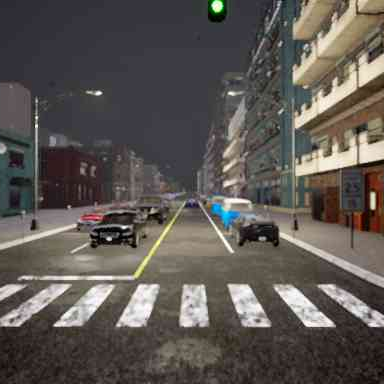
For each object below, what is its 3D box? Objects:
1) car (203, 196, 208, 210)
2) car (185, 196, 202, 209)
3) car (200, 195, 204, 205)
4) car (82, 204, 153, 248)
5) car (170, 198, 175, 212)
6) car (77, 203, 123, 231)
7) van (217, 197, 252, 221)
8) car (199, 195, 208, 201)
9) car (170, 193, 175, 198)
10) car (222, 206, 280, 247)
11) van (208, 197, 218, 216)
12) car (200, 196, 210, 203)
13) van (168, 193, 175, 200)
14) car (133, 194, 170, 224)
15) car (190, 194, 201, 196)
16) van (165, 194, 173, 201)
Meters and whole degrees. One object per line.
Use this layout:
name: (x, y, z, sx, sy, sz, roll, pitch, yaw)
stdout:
car: (2.705, 1.522, 42.999, 1.752, 1.417, 4.829, 1, 0, 0)
car: (0.003, 1.559, 44.793, 1.994, 1.385, 4.181, 0, 0, 0)
car: (2.705, 1.555, 53.991, 1.947, 1.339, 4.313, 1, 0, 0)
car: (-3.093, 1.507, 14.835, 1.837, 1.490, 4.892, 0, 0, 0)
car: (-3.084, 1.600, 35.201, 1.895, 1.301, 4.718, 0, 0, 0)
car: (-5.678, 1.584, 20.471, 1.802, 1.307, 4.206, 1, 0, 0)
van: (2.705, 1.343, 20.506, 1.690, 1.788, 3.998, 1, 0, 0)
car: (2.708, 1.510, 81.896, 2.008, 1.369, 4.403, 1, 0, 0)
car: (-5.673, 1.532, 76.274, 1.947, 1.339, 4.313, 1, 0, 0)
car: (2.702, 1.552, 14.927, 2.008, 1.369, 4.403, 1, 0, 0)
van: (2.707, 1.342, 31.669, 1.690, 1.788, 3.998, 1, 0, 0)
car: (2.708, 1.517, 70.734, 1.887, 1.381, 4.507, 1, 0, 0)
van: (-5.668, 1.285, 93.014, 1.690, 1.788, 3.998, 1, 0, 0)
car: (-3.087, 1.223, 24.913, 2.150, 2.045, 5.566, 0, 0, 0)
car: (0.002, 1.340, 54.804, 2.097, 1.767, 4.553, 0, 0, 0)
van: (-5.668, 1.300, 81.854, 1.690, 1.788, 3.998, 1, 0, 0)
